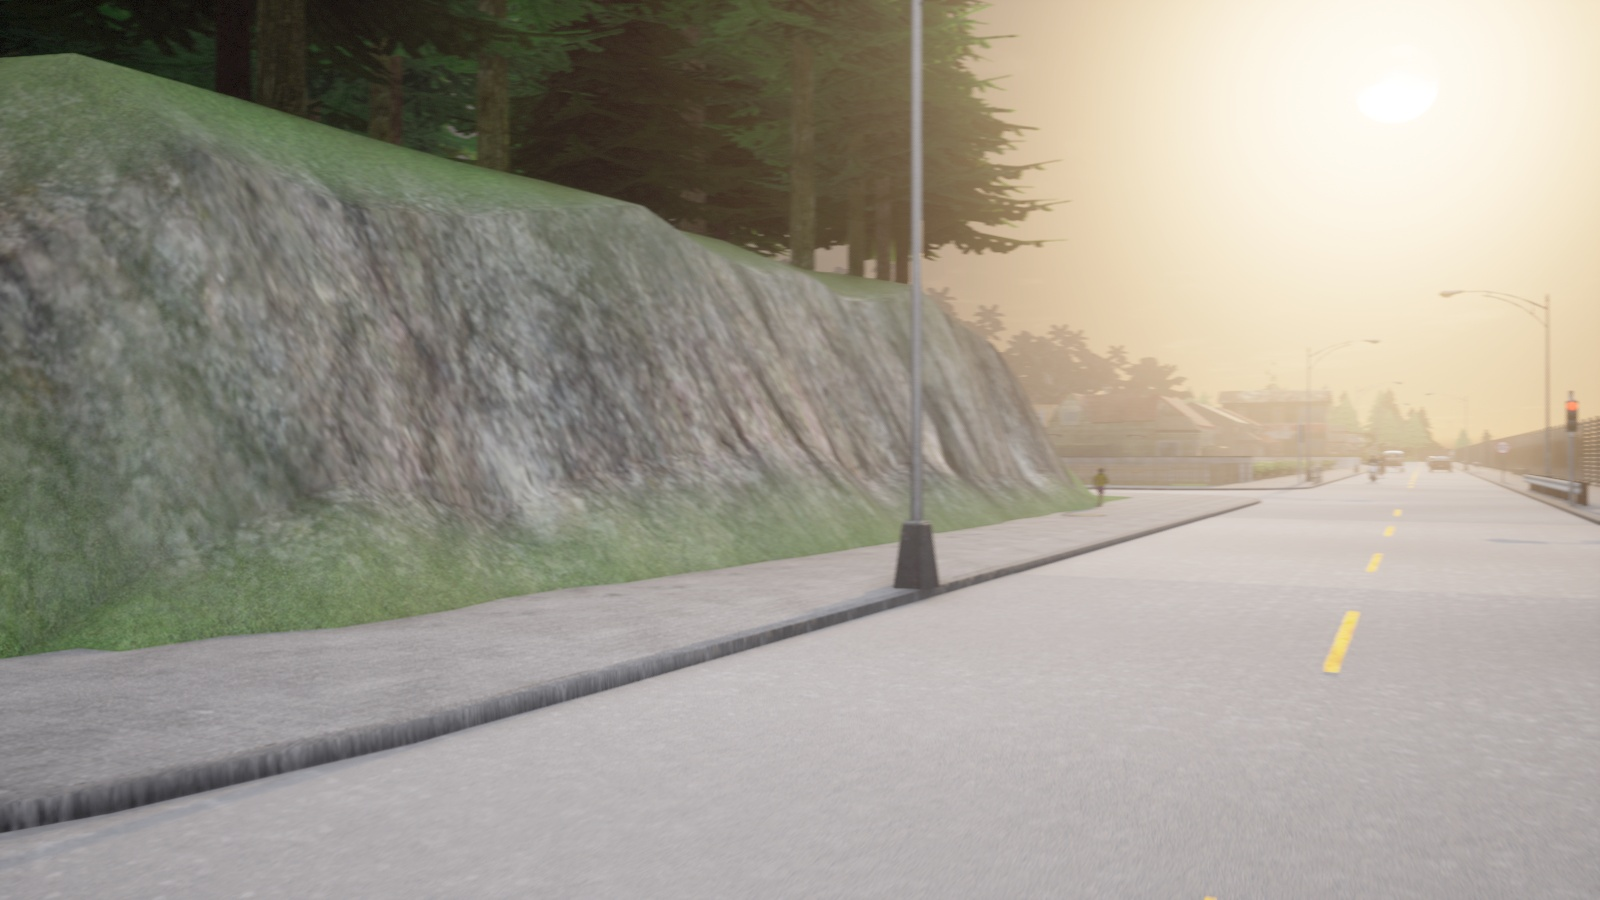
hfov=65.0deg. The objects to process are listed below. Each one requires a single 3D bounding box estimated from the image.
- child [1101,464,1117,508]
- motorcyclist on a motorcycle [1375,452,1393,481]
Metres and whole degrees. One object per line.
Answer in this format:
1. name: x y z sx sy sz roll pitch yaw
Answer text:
1. child: 8.385 0.974 34.090 0.299 1.160 0.473 0 0 27
2. motorcyclist on a motorcycle: 33.191 0.926 71.347 0.866 1.590 1.817 0 0 27
